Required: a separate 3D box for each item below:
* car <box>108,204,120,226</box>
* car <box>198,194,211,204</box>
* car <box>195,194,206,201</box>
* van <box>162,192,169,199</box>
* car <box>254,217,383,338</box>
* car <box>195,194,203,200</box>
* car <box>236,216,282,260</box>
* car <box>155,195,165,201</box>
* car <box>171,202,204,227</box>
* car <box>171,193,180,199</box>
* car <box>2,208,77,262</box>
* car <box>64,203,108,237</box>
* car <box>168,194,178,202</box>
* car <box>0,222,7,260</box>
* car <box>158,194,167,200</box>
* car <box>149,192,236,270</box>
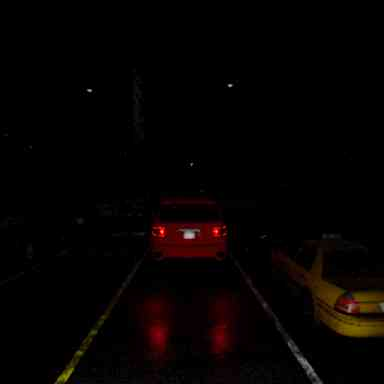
[{"bbox_3d":[-6.063,1.420,22.604,1.752,1.417,4.829,0,0,-1],"label":"car"},{"bbox_3d":[2.017,1.149,54.858,1.967,1.590,4.097,0,0,-1],"label":"car"},{"bbox_3d":[1.793,1.180,71.170,2.008,1.369,4.403,0,0,-1],"label":"car"},{"bbox_3d":[-6.958,0.917,87.362,1.690,1.788,3.998,0,0,-1],"label":"van"},{"bbox_3d":[2.682,1.481,6.695,1.752,1.417,4.829,0,0,-1],"label":"car"},{"bbox_3d":[1.643,1.123,82.044,1.887,1.381,4.507,0,0,-1],"label":"car"},{"bbox_3d":[2.609,1.494,11.981,1.947,1.339,4.313,0,0,-1],"label":"car"},{"bbox_3d":[-6.732,1.234,71.052,1.802,1.307,4.206,0,0,-1],"label":"car"},{"bbox_3d":[-0.329,1.445,22.406,1.994,1.385,4.181,0,0,-2],"label":"car"},{"bbox_3d":[-4.150,1.022,84.192,1.994,1.385,4.181,0,0,-1],"label":"car"},{"bbox_3d":[-5.915,1.496,11.862,1.887,1.381,4.507,0,0,-1],"label":"car"},{"bbox_3d":[-5.991,1.362,17.318,1.967,1.590,4.097,0,0,-1],"label":"car"},{"bbox_3d":[-3.926,1.186,67.874,1.812,1.442,4.674,0,1,-1],"label":"car"},{"bbox_3d":[-5.840,1.531,6.405,2.008,1.369,4.403,0,0,-1],"label":"car"},{"bbox_3d":[-6.804,1.153,76.319,1.752,1.417,4.829,0,0,-1],"label":"car"},{"bbox_3d":[-0.089,1.162,10.979,2.150,2.045,5.566,0,0,0],"label":"car"}]
